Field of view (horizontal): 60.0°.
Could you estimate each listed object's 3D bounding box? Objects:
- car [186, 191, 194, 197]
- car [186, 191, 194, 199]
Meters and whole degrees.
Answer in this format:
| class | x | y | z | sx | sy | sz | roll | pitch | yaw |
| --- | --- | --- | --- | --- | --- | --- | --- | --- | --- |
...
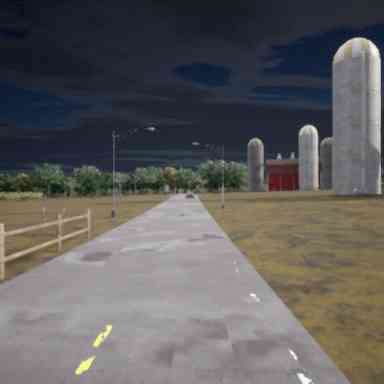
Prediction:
| class | x | y | z | sx | sy | sz | roll | pitch | yaw |
| --- | --- | --- | --- | --- | --- | --- | --- | --- | --- |
| car | -0.488 | 0.455 | 81.227 | 1.994 | 1.385 | 4.181 | 0 | 1 | 0 |
| car | -0.426 | 0.799 | 71.108 | 1.895 | 1.301 | 4.718 | 0 | 1 | 0 |
